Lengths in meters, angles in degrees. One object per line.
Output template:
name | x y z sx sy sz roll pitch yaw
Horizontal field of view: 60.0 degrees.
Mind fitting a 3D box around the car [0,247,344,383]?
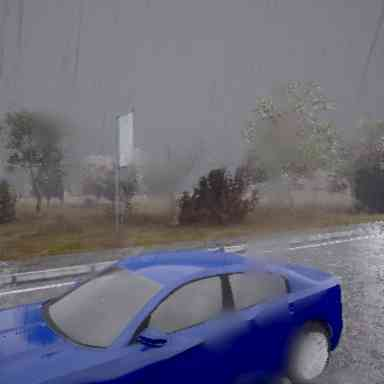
car | -0.302 1.478 3.777 5.008 1.535 1.882 0 0 -35
